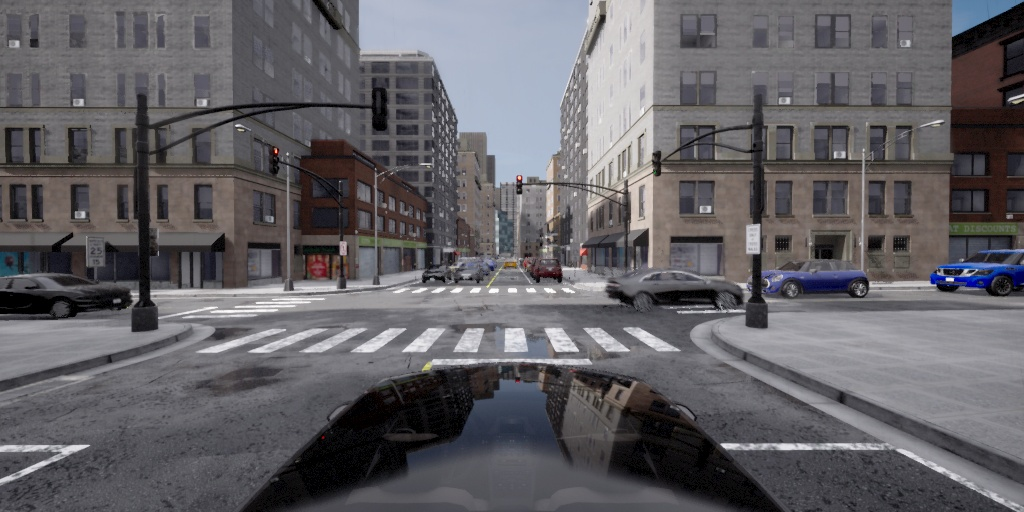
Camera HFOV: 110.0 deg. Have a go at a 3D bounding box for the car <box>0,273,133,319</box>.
[{"bbox_3d":[-16.877,1.386,13.032,5.008,1.535,1.882,0,1,0],"label":"car"}]

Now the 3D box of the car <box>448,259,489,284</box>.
[{"bbox_3d":[-3.204,1.244,27.311,2.128,1.511,4.902,0,0,0],"label":"car"}]

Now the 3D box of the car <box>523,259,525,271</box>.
[{"bbox_3d":[2.674,1.276,45.105,1.751,1.417,4.829,0,0,0],"label":"car"}]

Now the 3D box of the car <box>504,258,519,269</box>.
[{"bbox_3d":[-0.242,1.225,57.149,1.882,1.535,5.008,0,0,0],"label":"car"}]

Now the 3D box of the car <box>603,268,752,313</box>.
[{"bbox_3d":[5.886,1.206,13.238,4.902,1.511,2.128,-1,0,0],"label":"car"}]

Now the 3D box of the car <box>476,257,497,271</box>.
[{"bbox_3d":[-3.278,1.228,47.065,1.882,1.535,5.008,0,0,0],"label":"car"}]

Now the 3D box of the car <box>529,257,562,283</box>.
[{"bbox_3d":[2.746,1.066,28.178,2.192,1.841,5.009,0,0,0],"label":"car"}]

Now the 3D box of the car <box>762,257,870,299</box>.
[{"bbox_3d":[13.402,0.937,16.455,4.553,1.767,2.097,-1,1,-1],"label":"car"}]

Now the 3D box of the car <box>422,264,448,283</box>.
[{"bbox_3d":[-5.780,1.318,28.140,1.948,1.339,4.313,0,0,0],"label":"car"}]

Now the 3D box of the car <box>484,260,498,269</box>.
[{"bbox_3d":[-3.297,1.295,57.445,2.033,1.411,5.357,0,0,0],"label":"car"}]

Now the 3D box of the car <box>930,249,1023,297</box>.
[{"bbox_3d":[22.978,0.707,16.563,5.566,2.045,2.150,-1,1,0],"label":"car"}]

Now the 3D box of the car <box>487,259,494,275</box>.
[{"bbox_3d":[-3.245,1.300,37.133,2.033,1.411,5.357,0,0,0],"label":"car"}]

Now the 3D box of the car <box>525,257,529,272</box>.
[{"bbox_3d":[2.722,1.067,33.764,2.192,1.841,5.009,0,0,0],"label":"car"}]

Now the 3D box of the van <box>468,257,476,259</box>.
[{"bbox_3d":[-5.855,1.092,44.897,1.690,1.789,3.998,0,0,0],"label":"van"}]

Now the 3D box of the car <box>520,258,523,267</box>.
[{"bbox_3d":[2.651,1.064,50.521,2.192,1.841,5.009,0,0,0],"label":"car"}]
